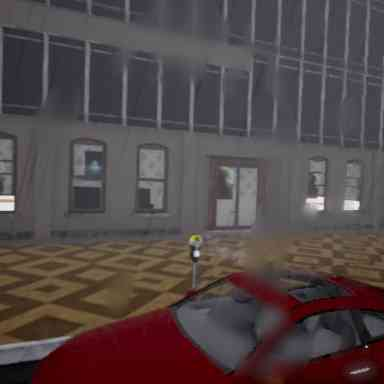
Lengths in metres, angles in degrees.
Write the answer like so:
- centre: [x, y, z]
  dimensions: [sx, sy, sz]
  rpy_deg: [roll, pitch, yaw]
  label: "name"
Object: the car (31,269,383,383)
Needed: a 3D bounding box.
- centre: [0.755, 1.485, 3.179]
  dimensions: [4.206, 1.307, 1.802]
  rpy_deg: [1, 2, -22]
  label: "car"
